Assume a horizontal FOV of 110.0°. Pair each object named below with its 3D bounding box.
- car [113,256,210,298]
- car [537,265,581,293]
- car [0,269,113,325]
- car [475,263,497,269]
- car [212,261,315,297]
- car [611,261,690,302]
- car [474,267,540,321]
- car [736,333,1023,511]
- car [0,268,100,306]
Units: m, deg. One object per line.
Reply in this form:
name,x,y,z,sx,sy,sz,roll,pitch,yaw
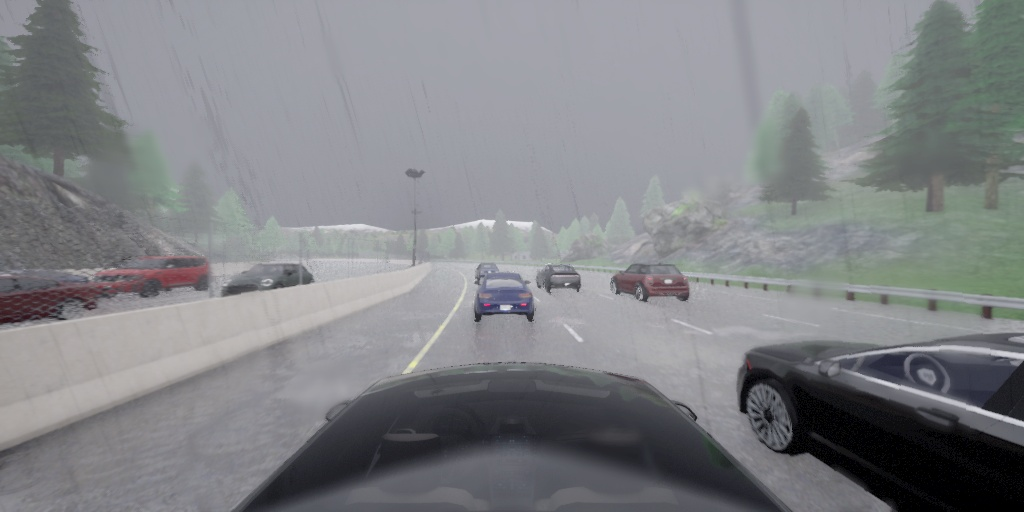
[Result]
car,-18.505,1.008,18.900,2.150,2.045,5.566,0,0,-5
car,2.574,1.234,20.610,2.128,1.511,4.902,0,0,-5
car,-14.357,1.256,9.548,1.882,1.535,5.008,0,0,-3
car,-2.107,1.299,30.402,2.033,1.411,5.357,0,0,-8
car,-11.344,1.124,17.056,2.097,1.767,4.553,0,0,-5
car,6.379,1.087,17.082,2.097,1.767,4.553,0,0,-4
car,-0.320,1.275,12.341,1.812,1.442,4.674,0,0,-3
car,3.520,1.234,2.192,2.128,1.511,4.902,0,0,0
car,-21.771,1.319,15.912,1.812,1.442,4.674,0,0,-5
